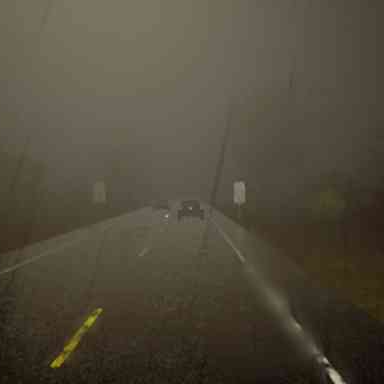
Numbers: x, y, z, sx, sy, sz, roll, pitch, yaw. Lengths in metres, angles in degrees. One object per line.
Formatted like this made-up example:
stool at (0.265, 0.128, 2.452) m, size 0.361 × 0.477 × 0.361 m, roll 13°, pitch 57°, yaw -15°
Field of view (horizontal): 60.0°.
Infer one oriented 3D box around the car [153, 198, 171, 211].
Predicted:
car at (-3.684, 1.465, 40.847) m, size 1.882 × 1.535 × 5.008 m, roll 0°, pitch 0°, yaw 0°

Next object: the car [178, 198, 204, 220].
car at (-0.094, 1.329, 28.315) m, size 2.097 × 1.767 × 4.553 m, roll 0°, pitch 0°, yaw 0°

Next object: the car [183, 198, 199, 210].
car at (-0.119, 1.534, 43.304) m, size 2.033 × 1.411 × 5.357 m, roll 0°, pitch 0°, yaw 0°
